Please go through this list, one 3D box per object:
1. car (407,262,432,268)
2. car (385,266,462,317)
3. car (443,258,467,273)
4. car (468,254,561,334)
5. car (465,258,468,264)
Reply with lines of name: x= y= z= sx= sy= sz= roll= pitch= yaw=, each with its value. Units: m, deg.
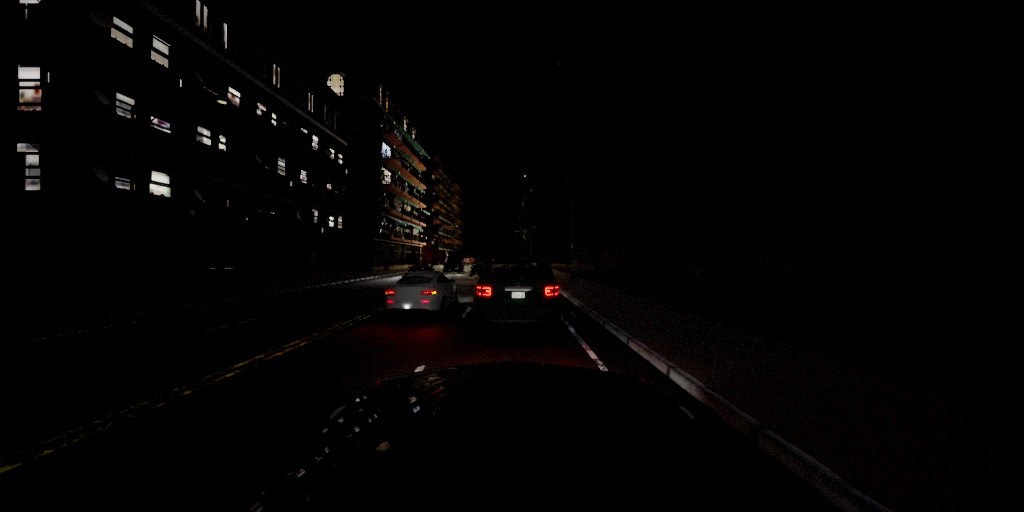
car: x=-9.843 y=1.355 z=38.790 sx=1.895 sy=1.301 sz=4.718 roll=0 pitch=0 yaw=0
car: x=-3.152 y=1.277 z=13.083 sx=1.812 sy=1.442 sz=4.674 roll=0 pitch=0 yaw=0
car: x=-6.592 y=1.259 z=40.432 sx=1.837 sy=1.490 sz=4.892 roll=0 pitch=0 yaw=0
car: x=0.103 y=0.973 z=10.755 sx=2.150 sy=2.045 sz=5.566 roll=0 pitch=0 yaw=-1
car: x=-3.142 y=1.247 z=36.510 sx=2.128 sy=1.511 sz=4.902 roll=0 pitch=0 yaw=0
